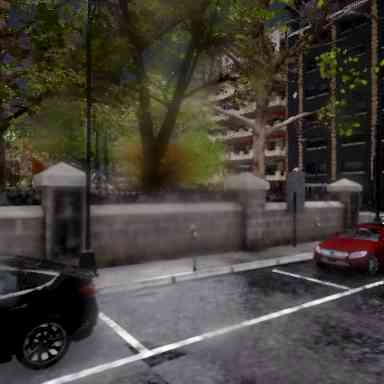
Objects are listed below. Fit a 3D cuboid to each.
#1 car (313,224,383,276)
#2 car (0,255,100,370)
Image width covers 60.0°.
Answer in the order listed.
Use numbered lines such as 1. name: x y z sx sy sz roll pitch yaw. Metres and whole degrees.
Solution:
1. car: 5.655 1.686 10.597 4.206 1.307 1.802 1 -1 -36
2. car: -3.356 1.562 4.168 4.313 1.339 1.947 1 -1 -35
